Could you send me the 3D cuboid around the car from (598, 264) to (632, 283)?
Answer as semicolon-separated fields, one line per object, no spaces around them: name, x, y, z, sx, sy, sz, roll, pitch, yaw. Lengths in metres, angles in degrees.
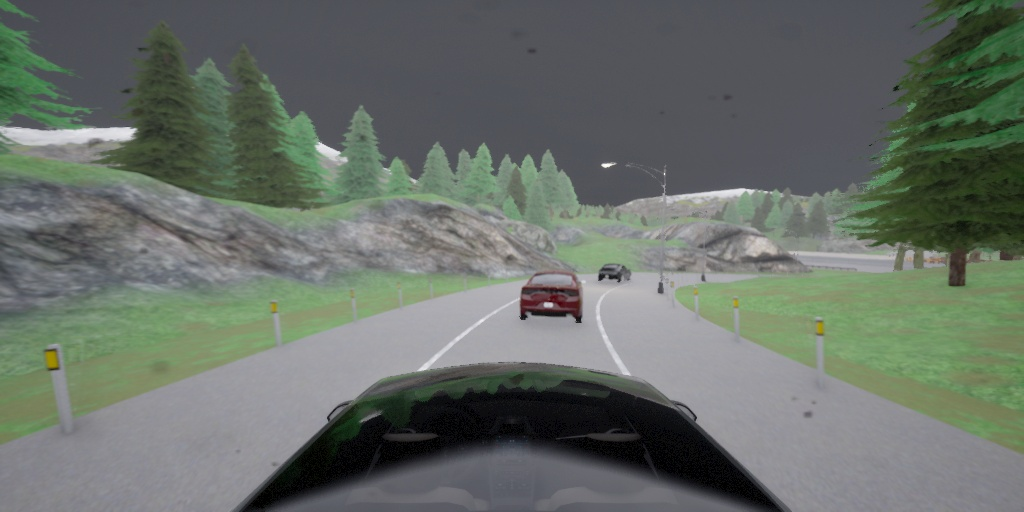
car;8.709;1.395;30.080;1.837;1.490;4.892;3;0;32

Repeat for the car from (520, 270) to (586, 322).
car;1.517;1.230;12.481;1.882;1.535;5.008;1;0;11
